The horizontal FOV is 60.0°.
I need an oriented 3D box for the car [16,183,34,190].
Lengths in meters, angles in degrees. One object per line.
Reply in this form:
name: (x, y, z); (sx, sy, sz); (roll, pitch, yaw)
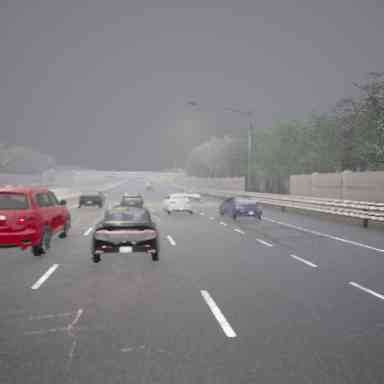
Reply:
car: (-37.489, -1.277, 74.816); (2.128, 1.511, 4.902); (0, 2, -9)

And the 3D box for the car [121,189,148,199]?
car: (-5.118, 0.695, 28.743); (2.128, 1.511, 4.902); (0, 1, -9)

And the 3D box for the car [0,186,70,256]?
car: (-5.746, 0.859, 11.450); (2.150, 2.045, 5.566); (0, 1, -10)

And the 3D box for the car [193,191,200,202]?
car: (-0.280, 0.508, 42.359); (1.895, 1.301, 4.718); (0, 1, -9)

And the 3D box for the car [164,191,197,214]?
car: (-1.134, 0.860, 25.536); (1.812, 1.442, 4.674); (0, 1, -10)

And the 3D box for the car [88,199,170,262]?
car: (-2.098, 1.187, 10.874); (2.128, 1.511, 4.902); (0, 1, -10)

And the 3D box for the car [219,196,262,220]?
car: (3.129, 1.002, 21.982); (1.812, 1.442, 4.674); (0, 1, -9)

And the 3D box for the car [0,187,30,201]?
car: (-21.369, 0.190, 40.065); (1.882, 1.535, 5.008); (0, 2, -9)

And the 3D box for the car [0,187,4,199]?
car: (-25.018, 0.129, 40.701); (1.882, 1.535, 5.008); (0, 2, -9)

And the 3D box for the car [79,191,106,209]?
car: (-8.829, 0.611, 29.719); (1.882, 1.535, 5.008); (0, 2, -9)

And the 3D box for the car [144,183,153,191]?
car: (-11.340, -1.059, 88.866); (1.837, 1.490, 4.892); (0, 2, -9)
